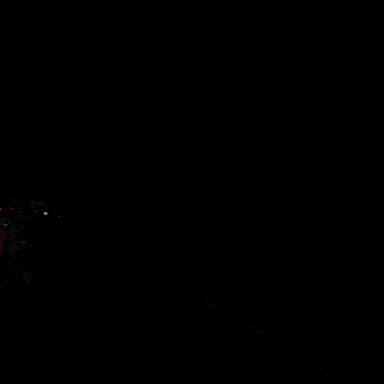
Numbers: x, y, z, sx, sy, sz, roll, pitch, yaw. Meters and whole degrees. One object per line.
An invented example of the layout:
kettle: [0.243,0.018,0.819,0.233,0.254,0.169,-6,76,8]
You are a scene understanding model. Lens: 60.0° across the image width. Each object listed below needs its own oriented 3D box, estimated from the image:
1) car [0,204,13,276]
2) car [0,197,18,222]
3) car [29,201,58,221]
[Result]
car: [-6.767,1.430,10.096,2.097,1.767,4.553,-1,0,-27]
car: [-15.923,1.410,27.824,2.150,2.045,5.566,-1,0,-27]
car: [-12.851,1.723,28.947,1.994,1.385,4.181,-1,0,-27]
